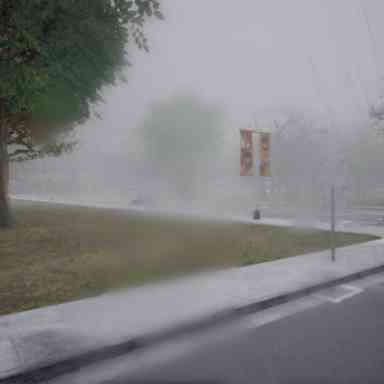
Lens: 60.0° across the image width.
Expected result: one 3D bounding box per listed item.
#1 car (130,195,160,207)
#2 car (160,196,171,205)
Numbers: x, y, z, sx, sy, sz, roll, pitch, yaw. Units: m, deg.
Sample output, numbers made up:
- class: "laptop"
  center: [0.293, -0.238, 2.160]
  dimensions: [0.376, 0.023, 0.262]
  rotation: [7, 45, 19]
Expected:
- class: "car"
  center: [-6.729, 1.171, 45.039]
  dimensions: [1.837, 1.490, 4.892]
  rotation: [-1, 0, -35]
- class: "car"
  center: [-4.972, 1.211, 48.184]
  dimensions: [1.895, 1.301, 4.718]
  rotation: [-1, 1, -35]
